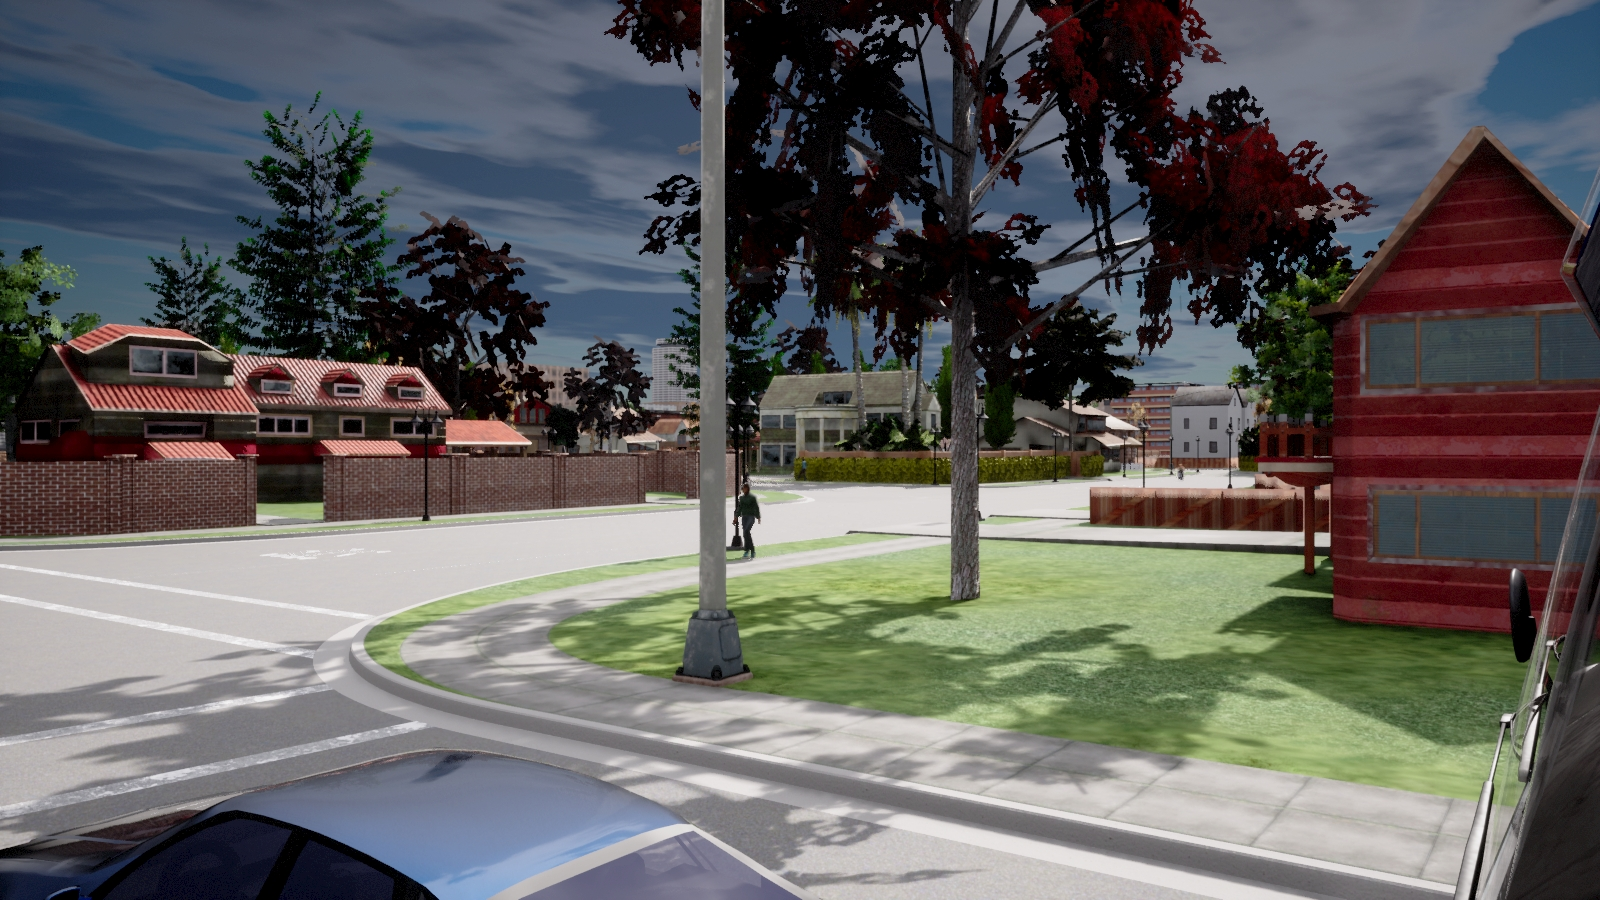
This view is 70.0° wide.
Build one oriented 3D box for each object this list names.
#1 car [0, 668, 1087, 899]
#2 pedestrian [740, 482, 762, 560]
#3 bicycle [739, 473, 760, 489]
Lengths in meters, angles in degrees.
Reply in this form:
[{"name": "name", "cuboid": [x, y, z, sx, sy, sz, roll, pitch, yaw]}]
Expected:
[{"name": "car", "cuboid": [-1.713, 2.106, 4.943, 5.357, 1.411, 2.033, 0, 0, 36]}, {"name": "pedestrian", "cuboid": [-1.188, 1.704, 27.563, 0.375, 1.860, 0.375, 0, 0, 35]}, {"name": "bicycle", "cuboid": [-3.688, 2.256, 83.633, 0.859, 1.080, 1.487, 0, 0, 34]}]
